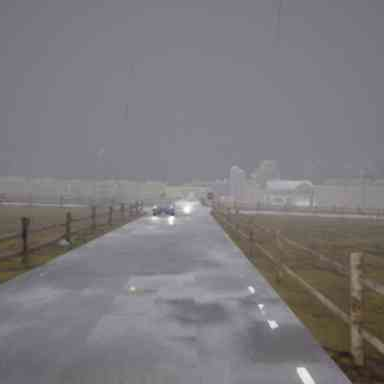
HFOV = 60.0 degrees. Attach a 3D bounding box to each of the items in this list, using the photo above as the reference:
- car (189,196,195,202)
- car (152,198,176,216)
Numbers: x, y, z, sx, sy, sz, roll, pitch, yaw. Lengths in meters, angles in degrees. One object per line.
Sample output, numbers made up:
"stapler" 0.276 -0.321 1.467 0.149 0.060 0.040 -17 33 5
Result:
"car" 0.028 1.946 92.876 2.033 1.411 5.357 0 0 0
"car" -2.743 1.417 33.638 2.097 1.767 4.553 0 0 0
